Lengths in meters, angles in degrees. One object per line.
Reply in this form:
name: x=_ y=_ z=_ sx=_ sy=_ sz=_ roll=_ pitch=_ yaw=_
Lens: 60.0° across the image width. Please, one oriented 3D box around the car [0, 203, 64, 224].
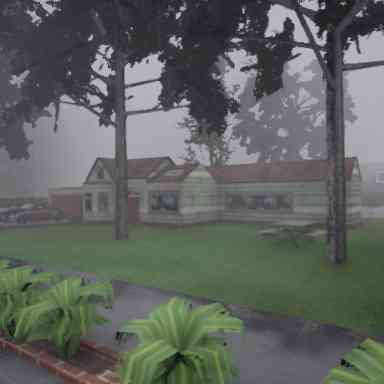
car: x=-11.337 y=1.516 z=23.743 sx=1.994 sy=1.381 sz=4.181 roll=-1 pitch=0 yaw=36
